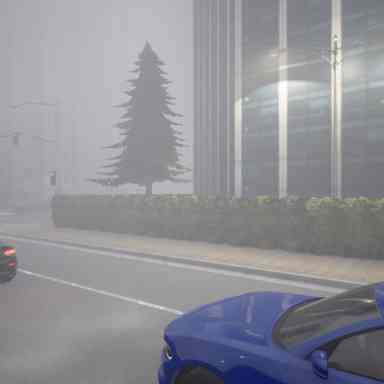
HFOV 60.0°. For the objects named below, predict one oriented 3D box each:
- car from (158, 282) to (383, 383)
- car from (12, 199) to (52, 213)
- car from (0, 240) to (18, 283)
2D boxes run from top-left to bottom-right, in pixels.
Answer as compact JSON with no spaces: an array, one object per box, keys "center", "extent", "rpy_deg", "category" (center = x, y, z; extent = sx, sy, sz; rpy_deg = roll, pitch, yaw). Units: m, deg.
[{"center":[1.957,1.478,2.597],"extent":[5.008,1.535,1.882],"rpy_deg":[0,0,36],"category":"car"},{"center":[-17.186,1.547,37.439],"extent":[2.033,1.411,5.357],"rpy_deg":[0,0,36],"category":"car"},{"center":[-6.170,1.526,8.350],"extent":[4.674,1.442,1.812],"rpy_deg":[0,0,36],"category":"car"}]
